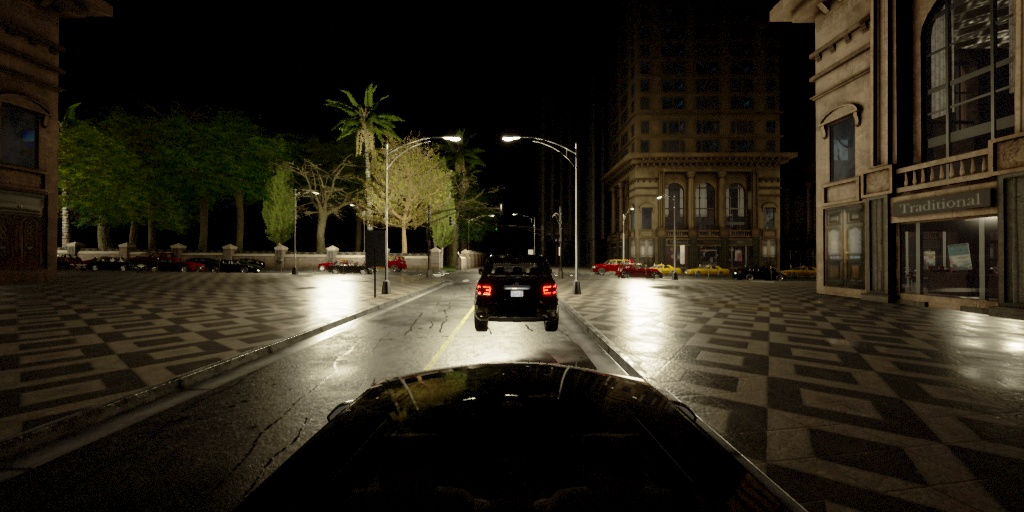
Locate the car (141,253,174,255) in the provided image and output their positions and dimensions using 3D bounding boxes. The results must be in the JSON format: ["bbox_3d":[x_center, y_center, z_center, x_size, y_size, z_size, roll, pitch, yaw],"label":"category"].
[{"bbox_3d":[-42.552,0.506,42.273,5.009,1.841,2.192,0,0,0],"label":"car"}]

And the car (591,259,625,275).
[{"bbox_3d":[11.906,1.309,42.059,5.009,1.841,2.192,0,0,0],"label":"car"}]

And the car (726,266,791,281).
[{"bbox_3d":[22.962,1.659,33.490,4.313,1.339,1.948,0,0,0],"label":"car"}]

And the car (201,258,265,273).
[{"bbox_3d":[-26.002,0.963,33.682,4.313,1.339,1.948,0,0,0],"label":"car"}]

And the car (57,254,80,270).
[{"bbox_3d":[-42.574,0.723,33.747,4.207,1.307,1.802,0,0,0],"label":"car"}]

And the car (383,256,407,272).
[{"bbox_3d":[-14.933,0.926,42.164,5.009,1.841,2.192,0,0,0],"label":"car"}]

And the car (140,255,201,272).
[{"bbox_3d":[-31.527,0.858,33.704,4.507,1.381,1.888,0,0,0],"label":"car"}]

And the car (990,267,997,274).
[{"bbox_3d":[45.123,1.813,33.403,4.097,1.591,1.967,0,0,0],"label":"car"}]

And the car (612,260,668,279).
[{"bbox_3d":[11.882,1.384,33.533,4.097,1.591,1.967,0,0,0],"label":"car"}]

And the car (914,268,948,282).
[{"bbox_3d":[39.582,1.888,33.425,4.207,1.307,1.802,0,0,0],"label":"car"}]

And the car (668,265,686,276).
[{"bbox_3d":[17.276,1.595,42.038,4.829,1.417,1.751,0,0,0],"label":"car"}]

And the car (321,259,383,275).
[{"bbox_3d":[-14.955,1.112,33.639,4.403,1.370,2.007,0,0,0],"label":"car"}]

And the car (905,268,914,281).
[{"bbox_3d":[34.042,1.802,33.446,4.313,1.339,1.948,0,0,0],"label":"car"}]

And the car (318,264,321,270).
[{"bbox_3d":[-20.457,1.074,42.186,4.507,1.381,1.888,0,0,0],"label":"car"}]

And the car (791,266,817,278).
[{"bbox_3d":[33.898,1.811,41.972,4.829,1.417,1.751,0,0,0],"label":"car"}]

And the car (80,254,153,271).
[{"bbox_3d":[-37.051,0.779,33.725,4.403,1.370,2.007,0,0,0],"label":"car"}]

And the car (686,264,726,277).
[{"bbox_3d":[22.817,1.668,42.016,4.829,1.417,1.751,0,0,0],"label":"car"}]

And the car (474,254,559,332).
[{"bbox_3d":[0.111,0.973,11.037,2.150,2.045,5.566,0,0,0],"label":"car"}]
